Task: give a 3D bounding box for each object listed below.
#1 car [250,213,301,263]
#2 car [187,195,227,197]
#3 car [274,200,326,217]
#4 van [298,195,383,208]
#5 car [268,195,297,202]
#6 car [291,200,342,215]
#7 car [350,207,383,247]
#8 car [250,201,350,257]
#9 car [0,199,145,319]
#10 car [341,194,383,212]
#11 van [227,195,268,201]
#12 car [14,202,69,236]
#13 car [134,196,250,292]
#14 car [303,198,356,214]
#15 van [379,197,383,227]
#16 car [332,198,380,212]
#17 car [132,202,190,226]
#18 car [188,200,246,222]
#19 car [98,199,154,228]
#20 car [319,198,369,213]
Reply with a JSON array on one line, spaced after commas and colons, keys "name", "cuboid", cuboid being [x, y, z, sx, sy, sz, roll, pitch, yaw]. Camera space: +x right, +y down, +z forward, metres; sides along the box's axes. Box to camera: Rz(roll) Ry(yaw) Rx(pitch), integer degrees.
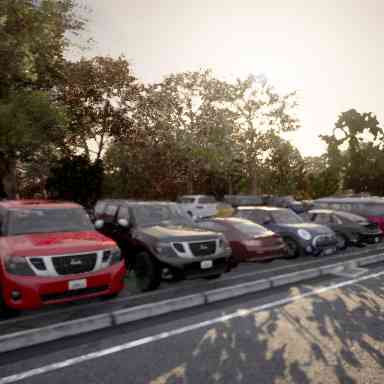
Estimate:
[{"name": "car", "cuboid": [0.984, 1.546, 11.226, 2.002, 1.452, 4.674, 0, 0, -36]}, {"name": "car", "cuboid": [-0.209, 1.289, 26.488, 2.435, 2.045, 5.566, 0, 0, -36]}, {"name": "car", "cuboid": [11.082, 1.615, 34.557, 2.163, 1.488, 4.792, 0, 0, -36]}, {"name": "van", "cuboid": [7.758, 1.315, 16.214, 1.878, 1.987, 4.442, 0, 0, -36]}, {"name": "car", "cuboid": [6.566, 1.323, 31.330, 2.435, 2.045, 5.566, 0, 0, -36]}, {"name": "car", "cuboid": [13.380, 1.618, 36.128, 2.163, 1.488, 4.792, 0, 0, -36]}, {"name": "car", "cuboid": [5.548, 1.530, 14.483, 2.231, 1.521, 4.892, 0, 0, -36]}, {"name": "car", "cuboid": [3.246, 1.392, 12.884, 2.185, 1.767, 4.553, 0, 0, -36]}, {"name": "car", "cuboid": [-3.562, 1.232, 7.946, 2.435, 2.045, 5.566, 0, 0, -36]}, {"name": "car", "cuboid": [22.411, 1.308, 42.582, 2.435, 2.045, 5.566, 0, 0, -36]}, {"name": "van", "cuboid": [4.255, 1.337, 29.787, 1.878, 1.987, 4.442, 0, 0, -36]}, {"name": "car", "cuboid": [-9.119, 1.492, 19.858, 1.946, 1.575, 5.366, 0, 0, -36]}, {"name": "car", "cuboid": [-1.281, 1.244, 9.576, 2.435, 2.045, 5.566, 0, 0, -36]}, {"name": "car", "cuboid": [15.511, 1.580, 37.914, 1.946, 1.575, 5.366, 0, 0, -36]}, {"name": "van", "cuboid": [14.599, 1.349, 21.102, 1.878, 1.987, 4.442, 0, 0, -36]}, {"name": "car", "cuboid": [20.141, 1.570, 40.988, 2.231, 1.521, 4.892, 0, 0, -36]}, {"name": "car", "cuboid": [-2.435, 1.559, 24.827, 2.163, 1.488, 4.792, 0, 0, -36]}, {"name": "car", "cuboid": [1.957, 1.549, 28.230, 1.946, 1.575, 5.366, 0, 0, -36]}, {"name": "car", "cuboid": [-4.729, 1.392, 23.261, 2.185, 1.767, 4.553, 0, 0, -36]}, {"name": "car", "cuboid": [17.881, 1.577, 39.374, 2.097, 1.535, 5.008, 0, 0, -36]}]
